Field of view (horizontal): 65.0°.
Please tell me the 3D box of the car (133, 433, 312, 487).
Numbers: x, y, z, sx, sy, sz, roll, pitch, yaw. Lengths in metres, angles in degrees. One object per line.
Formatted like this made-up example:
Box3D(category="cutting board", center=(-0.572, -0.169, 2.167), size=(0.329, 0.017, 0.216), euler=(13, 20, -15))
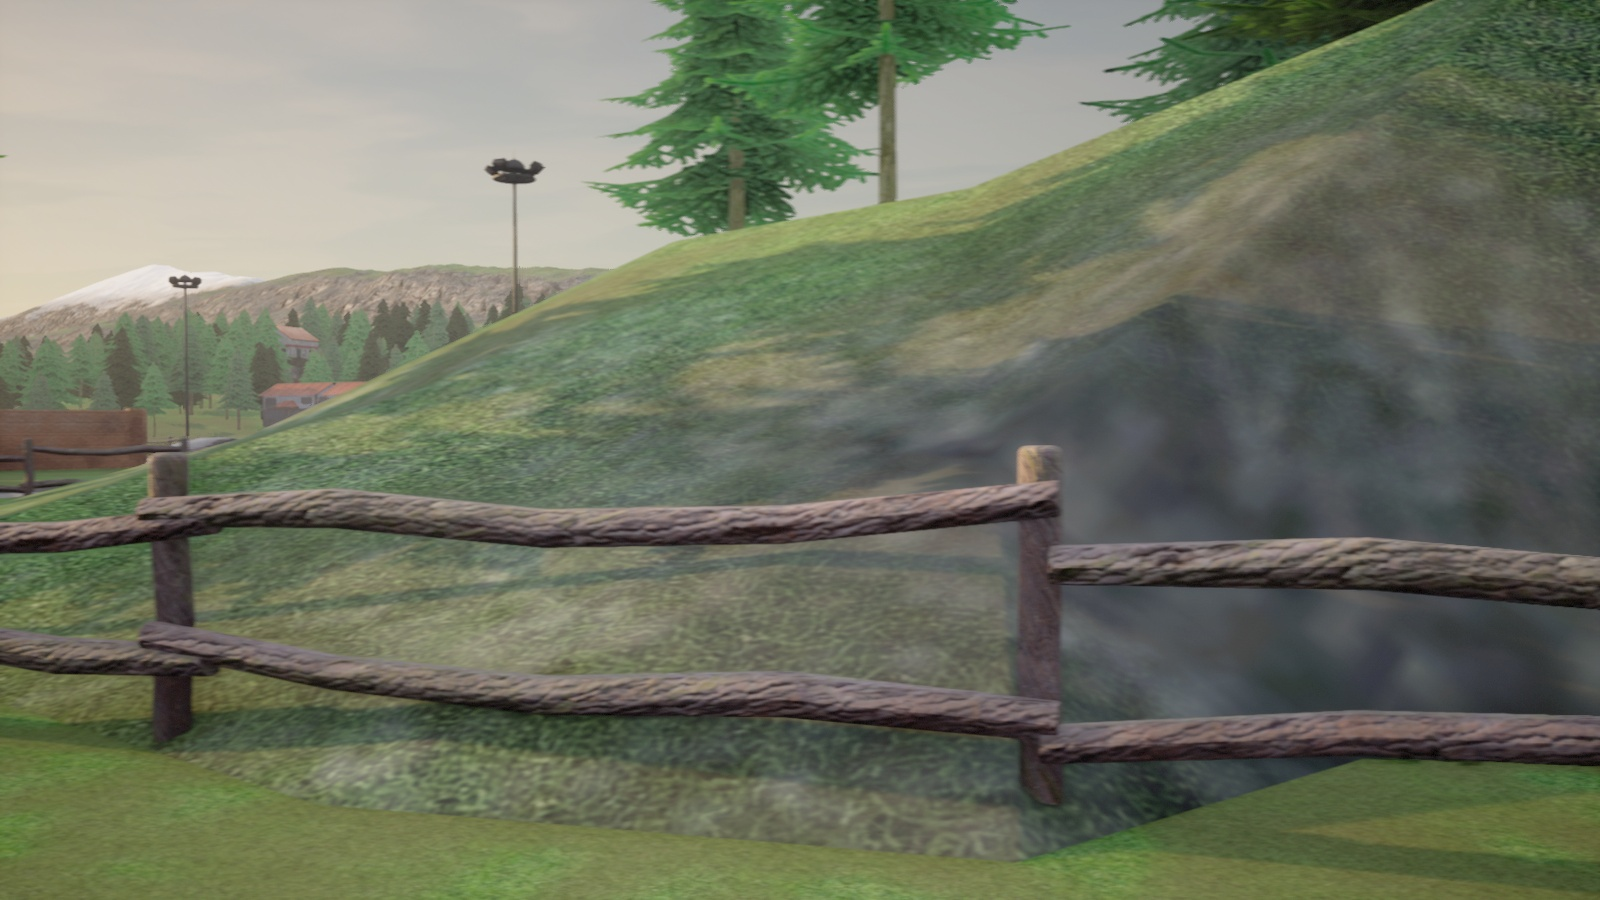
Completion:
Box3D(category="car", center=(-17.119, 0.237, 37.518), size=(2.163, 1.488, 4.792), euler=(0, 1, 19))
